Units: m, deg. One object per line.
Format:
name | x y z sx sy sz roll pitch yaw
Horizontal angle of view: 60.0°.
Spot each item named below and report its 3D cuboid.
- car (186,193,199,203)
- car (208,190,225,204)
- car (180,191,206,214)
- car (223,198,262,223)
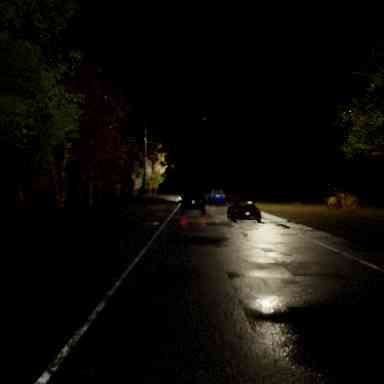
car | 0.108 0.977 56.002 2.033 1.411 5.357 0 0 1
car | 3.616 0.730 48.779 2.150 2.045 5.566 0 1 0
car | 0.111 0.916 31.004 2.150 2.045 5.566 0 1 0
car | 3.594 1.333 23.480 1.994 1.385 4.181 0 1 0
